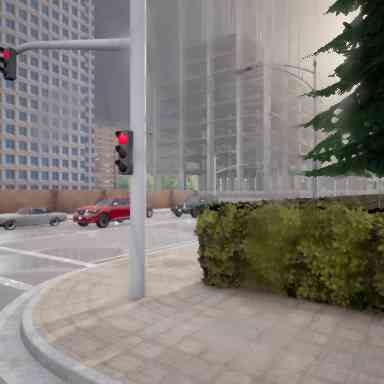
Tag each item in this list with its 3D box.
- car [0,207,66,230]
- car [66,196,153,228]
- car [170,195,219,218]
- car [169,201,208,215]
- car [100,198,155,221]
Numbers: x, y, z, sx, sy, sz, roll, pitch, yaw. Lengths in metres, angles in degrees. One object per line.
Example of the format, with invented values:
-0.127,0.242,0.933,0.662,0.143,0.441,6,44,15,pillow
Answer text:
-10.737,1.656,21.785,1.895,1.301,4.718,0,0,35,car
-5.495,1.277,23.153,2.150,2.045,5.566,0,0,33,car
0.539,1.277,31.582,2.150,2.045,5.566,0,0,36,car
-0.300,1.656,36.430,1.895,1.301,4.718,0,0,36,car
-5.526,1.407,29.115,2.097,1.767,4.553,0,0,35,car
